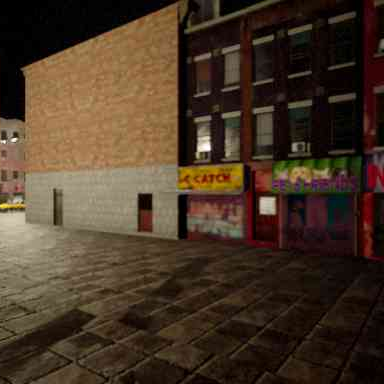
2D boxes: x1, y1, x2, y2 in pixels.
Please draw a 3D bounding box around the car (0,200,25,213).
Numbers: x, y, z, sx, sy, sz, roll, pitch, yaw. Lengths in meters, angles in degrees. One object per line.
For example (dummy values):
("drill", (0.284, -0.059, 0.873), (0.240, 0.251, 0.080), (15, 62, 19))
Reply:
("car", (-19.827, 1.538, 37.296), (1.752, 1.417, 4.829), (0, 0, 36))
